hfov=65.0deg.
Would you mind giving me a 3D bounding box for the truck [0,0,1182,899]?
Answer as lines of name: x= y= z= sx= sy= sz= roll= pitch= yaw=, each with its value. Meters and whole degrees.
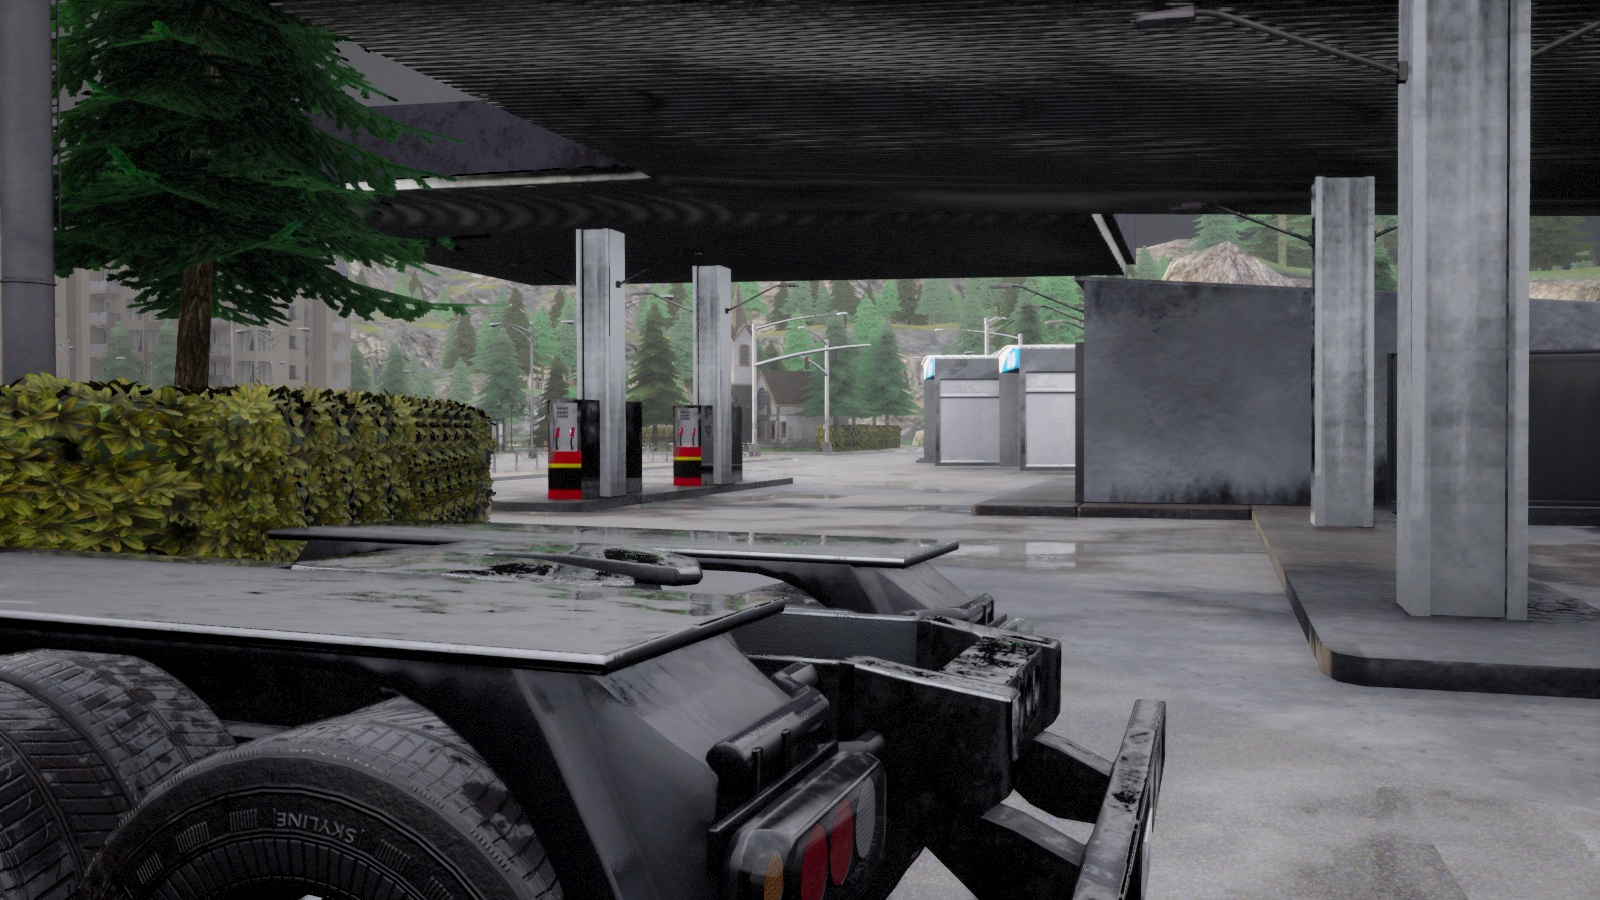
truck: x=-2.955 y=-0.168 z=4.152 sx=7.936 sy=3.462 sz=2.891 roll=1 pitch=0 yaw=18
